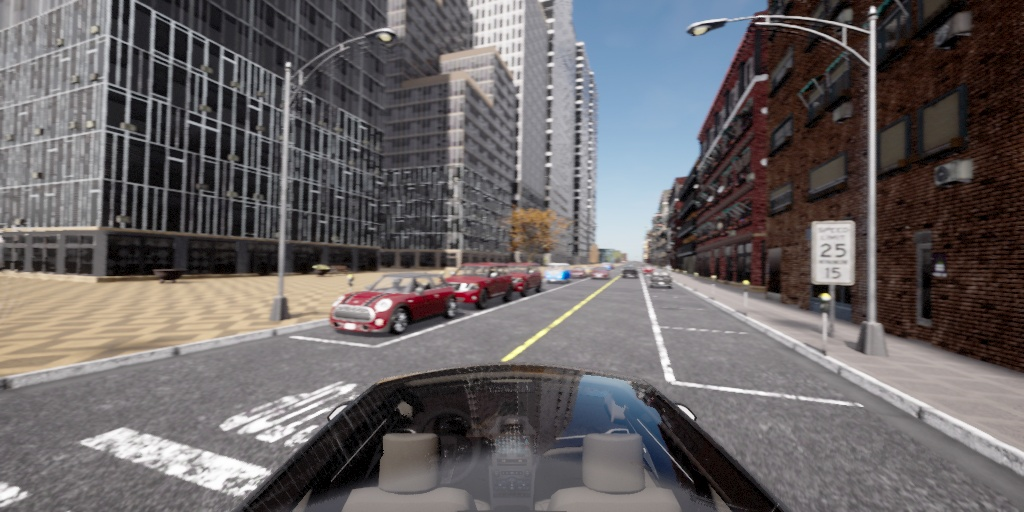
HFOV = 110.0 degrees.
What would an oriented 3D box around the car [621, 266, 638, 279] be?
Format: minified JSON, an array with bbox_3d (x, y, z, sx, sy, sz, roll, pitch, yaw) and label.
[{"bbox_3d":[15.004,2.067,45.574,1.837,1.490,4.892,1,-1,20],"label":"car"}]

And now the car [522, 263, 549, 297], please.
[{"bbox_3d":[0.399,1.310,21.333,2.192,1.841,5.009,0,0,19],"label":"car"}]

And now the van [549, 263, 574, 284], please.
[{"bbox_3d":[4.125,1.535,31.992,1.690,1.789,3.998,0,0,19],"label":"van"}]

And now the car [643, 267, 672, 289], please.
[{"bbox_3d":[12.041,1.869,29.243,2.007,1.370,4.403,0,0,19],"label":"car"}]

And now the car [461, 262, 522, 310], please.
[{"bbox_3d":[-1.464,1.209,16.003,2.192,1.841,5.009,0,0,19],"label":"car"}]

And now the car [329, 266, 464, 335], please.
[{"bbox_3d":[-3.327,1.232,10.674,1.967,1.591,4.097,0,0,19],"label":"car"}]

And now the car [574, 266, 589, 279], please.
[{"bbox_3d":[7.851,1.971,42.652,1.802,1.307,4.207,0,0,19],"label":"car"}]

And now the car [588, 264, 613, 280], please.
[{"bbox_3d":[10.252,1.947,41.338,1.812,1.442,4.674,1,-1,19],"label":"car"}]
